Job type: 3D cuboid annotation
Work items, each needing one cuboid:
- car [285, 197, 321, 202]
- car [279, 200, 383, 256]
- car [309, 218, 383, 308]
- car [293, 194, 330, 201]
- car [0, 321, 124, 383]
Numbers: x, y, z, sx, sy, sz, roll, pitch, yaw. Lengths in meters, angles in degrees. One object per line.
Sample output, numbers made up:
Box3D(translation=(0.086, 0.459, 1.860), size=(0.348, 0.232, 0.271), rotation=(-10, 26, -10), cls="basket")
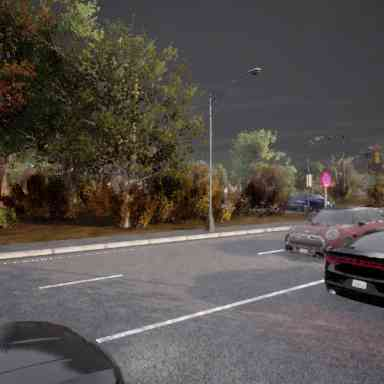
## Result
Box3D(translation=(12.038, 1.564, 38.165), size=(1.994, 1.385, 4.181), rotation=(0, 0, -32), cls="car")
Box3D(translation=(5.495, 1.352, 12.251), size=(4.553, 1.767, 2.097), rotation=(0, 0, -36), cls="car")
Box3D(translation=(4.965, 1.478, 7.315), size=(5.008, 1.535, 1.882), rotation=(0, 0, -36), cls="car")
Box3D(translation=(14.638, 1.221, 40.637), size=(2.150, 2.045, 5.566), rotation=(0, 0, -31), cls="car")
Box3D(translation=(-2.749, 1.505, 1.776), size=(4.892, 1.490, 1.837), rotation=(0, 0, -36), cls="car")
